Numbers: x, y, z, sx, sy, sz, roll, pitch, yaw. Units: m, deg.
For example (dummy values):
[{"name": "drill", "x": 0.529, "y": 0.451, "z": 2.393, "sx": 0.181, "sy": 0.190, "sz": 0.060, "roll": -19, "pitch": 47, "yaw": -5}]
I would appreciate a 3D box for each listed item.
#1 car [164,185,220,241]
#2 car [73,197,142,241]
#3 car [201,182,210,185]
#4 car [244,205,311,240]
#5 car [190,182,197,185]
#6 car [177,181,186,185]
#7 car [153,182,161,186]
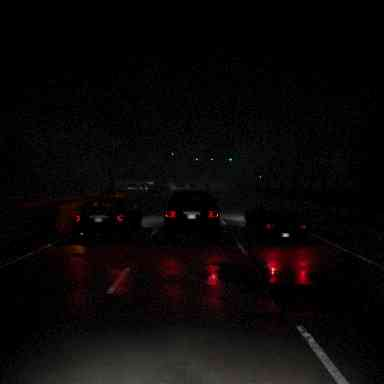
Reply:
[{"name": "car", "x": 0.007, "y": 0.877, "z": 14.614, "sx": 2.150, "sy": 2.045, "sz": 5.566, "roll": 0, "pitch": 2, "yaw": 0}, {"name": "car", "x": -3.493, "y": 0.986, "z": 14.577, "sx": 2.097, "sy": 1.767, "sz": 4.553, "roll": 0, "pitch": 2, "yaw": 0}, {"name": "car", "x": 3.928, "y": -1.872, "z": 90.635, "sx": 2.033, "sy": 1.411, "sz": 5.357, "roll": 0, "pitch": 2, "yaw": 0}, {"name": "car", "x": 3.507, "y": 1.236, "z": 14.609, "sx": 1.895, "sy": 1.301, "sz": 4.718, "roll": 0, "pitch": 2, "yaw": 0}, {"name": "car", "x": 0.428, "y": -1.913, "z": 90.652, "sx": 1.837, "sy": 1.490, "sz": 4.892, "roll": 0, "pitch": 2, "yaw": 0}, {"name": "car", "x": -3.070, "y": -1.912, "z": 91.088, "sx": 1.837, "sy": 1.490, "sz": 4.892, "roll": 0, "pitch": 2, "yaw": 0}, {"name": "car", "x": -10.050, "y": -2.104, "z": 94.714, "sx": 2.097, "sy": 1.767, "sz": 4.553, "roll": 0, "pitch": 2, "yaw": 0}]
